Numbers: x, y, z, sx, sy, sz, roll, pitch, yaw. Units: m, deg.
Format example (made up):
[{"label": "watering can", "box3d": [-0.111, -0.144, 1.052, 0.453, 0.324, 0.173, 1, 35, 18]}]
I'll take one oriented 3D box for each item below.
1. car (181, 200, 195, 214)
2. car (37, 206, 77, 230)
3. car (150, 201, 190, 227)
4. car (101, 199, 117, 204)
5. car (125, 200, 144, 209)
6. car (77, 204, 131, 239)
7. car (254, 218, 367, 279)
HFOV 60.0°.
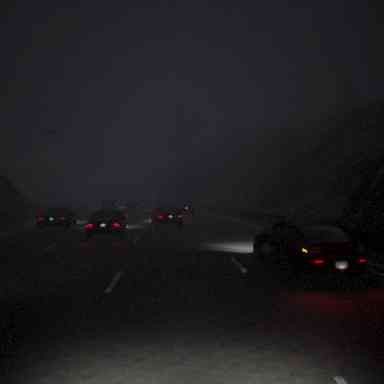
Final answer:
[{"label": "car", "box3d": [-1.063, 1.577, 35.184, 1.994, 1.385, 4.181, -1, 0, -15]}, {"label": "car", "box3d": [-8.905, 1.658, 22.337, 2.033, 1.411, 5.357, -1, 0, -12]}, {"label": "car", "box3d": [-1.804, 1.570, 23.006, 2.033, 1.411, 5.357, -1, 0, -11]}, {"label": "car", "box3d": [-10.975, 1.683, 43.824, 2.033, 1.411, 5.357, -1, 0, -20]}, {"label": "car", "box3d": [-8.088, 1.701, 46.033, 1.895, 1.301, 4.718, -1, 0, -21]}, {"label": "car", "box3d": [-4.544, 1.604, 17.976, 2.033, 1.411, 5.357, -1, 0, -9]}, {"label": "car", "box3d": [3.225, 1.486, 9.836, 1.812, 1.442, 4.674, 0, 0, -4]}]
